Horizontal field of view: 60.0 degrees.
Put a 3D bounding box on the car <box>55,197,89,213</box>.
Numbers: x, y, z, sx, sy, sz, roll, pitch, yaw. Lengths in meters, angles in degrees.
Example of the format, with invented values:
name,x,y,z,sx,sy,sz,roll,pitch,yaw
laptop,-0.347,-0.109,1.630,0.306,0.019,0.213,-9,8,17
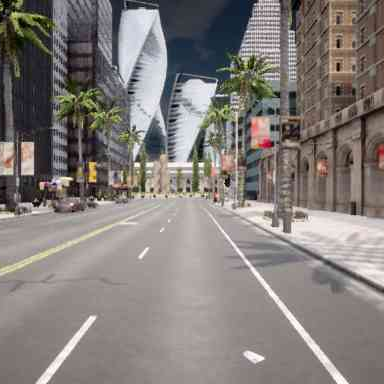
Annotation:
name,x,y,z,sx,sy,sz,roll,pitch,yaw
car,-13.619,1.335,37.278,2.185,1.767,4.553,0,0,-1

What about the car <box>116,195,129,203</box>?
name,x,y,z,sx,sy,sz,roll,pitch,yaw
car,-13.925,1.464,66.652,2.231,1.521,4.892,0,0,-1
